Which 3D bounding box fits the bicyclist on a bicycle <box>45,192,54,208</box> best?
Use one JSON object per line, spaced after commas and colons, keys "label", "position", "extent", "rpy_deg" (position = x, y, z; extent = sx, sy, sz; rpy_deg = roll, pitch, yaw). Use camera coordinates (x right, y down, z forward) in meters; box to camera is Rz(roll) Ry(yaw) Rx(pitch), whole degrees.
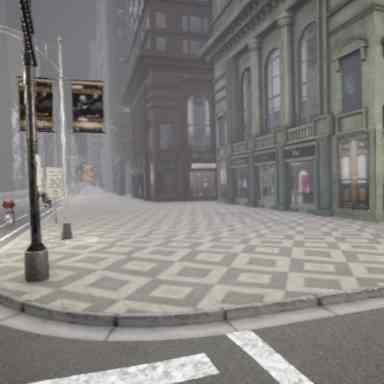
{"label": "bicyclist on a bicycle", "position": [-15.002, 0.815, 35.040], "extent": [0.582, 1.620, 1.656], "rpy_deg": [-2, 2, -17]}

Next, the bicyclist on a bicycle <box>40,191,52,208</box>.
{"label": "bicyclist on a bicycle", "position": [-15.010, 0.645, 33.754], "extent": [0.659, 1.776, 1.843], "rpy_deg": [-16, 22, -14]}

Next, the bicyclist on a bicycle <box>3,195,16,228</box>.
{"label": "bicyclist on a bicycle", "position": [-9.796, 1.028, 17.957], "extent": [0.659, 1.776, 1.843], "rpy_deg": [-2, 2, -17]}
